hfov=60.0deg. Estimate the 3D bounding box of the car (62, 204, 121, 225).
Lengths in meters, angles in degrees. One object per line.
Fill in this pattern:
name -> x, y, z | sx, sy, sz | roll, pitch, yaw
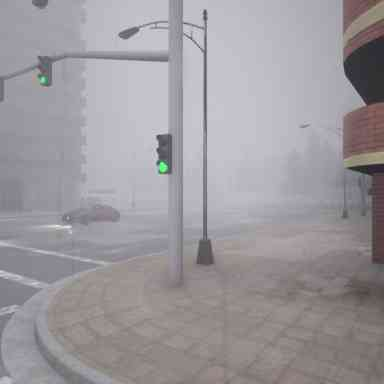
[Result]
car -> -7.213, 1.564, 24.116 | 1.994, 1.385, 4.181 | 0, 0, 36
